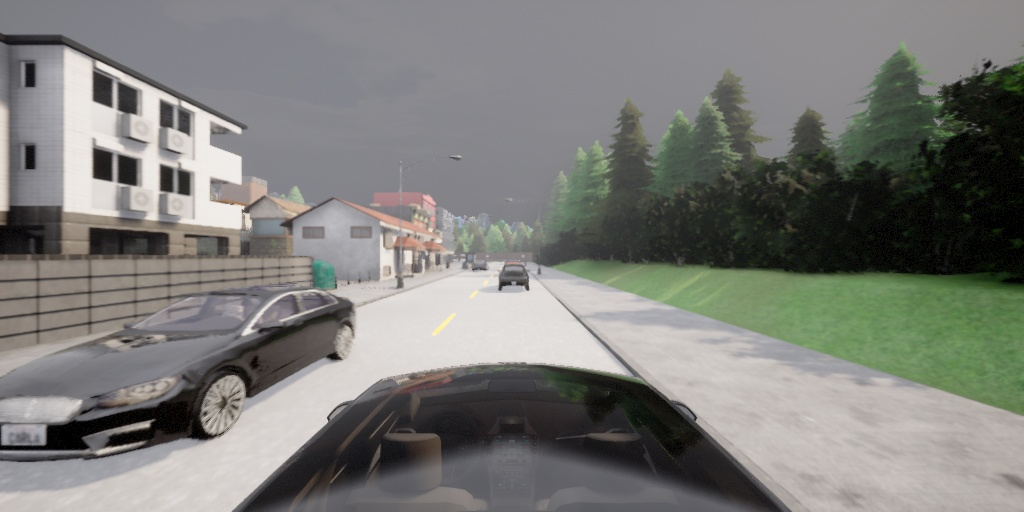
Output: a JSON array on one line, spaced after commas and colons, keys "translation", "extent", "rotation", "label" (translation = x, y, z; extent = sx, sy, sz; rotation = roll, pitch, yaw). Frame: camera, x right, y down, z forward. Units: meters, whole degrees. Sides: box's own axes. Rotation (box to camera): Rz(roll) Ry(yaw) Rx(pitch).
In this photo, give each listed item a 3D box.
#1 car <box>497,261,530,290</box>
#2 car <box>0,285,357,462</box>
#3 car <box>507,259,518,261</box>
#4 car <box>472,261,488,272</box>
[{"translation": [0.105, 1.265, 22.651], "extent": [1.837, 1.490, 4.892], "rotation": [0, 1, 0], "label": "car"}, {"translation": [-4.099, 1.243, 5.465], "extent": [2.128, 1.511, 4.902], "rotation": [0, 0, 0], "label": "car"}, {"translation": [0.121, 1.118, 46.677], "extent": [2.097, 1.767, 4.553], "rotation": [0, 0, 0], "label": "car"}, {"translation": [-4.064, 1.315, 46.461], "extent": [2.033, 1.411, 5.357], "rotation": [0, 0, 0], "label": "car"}]
